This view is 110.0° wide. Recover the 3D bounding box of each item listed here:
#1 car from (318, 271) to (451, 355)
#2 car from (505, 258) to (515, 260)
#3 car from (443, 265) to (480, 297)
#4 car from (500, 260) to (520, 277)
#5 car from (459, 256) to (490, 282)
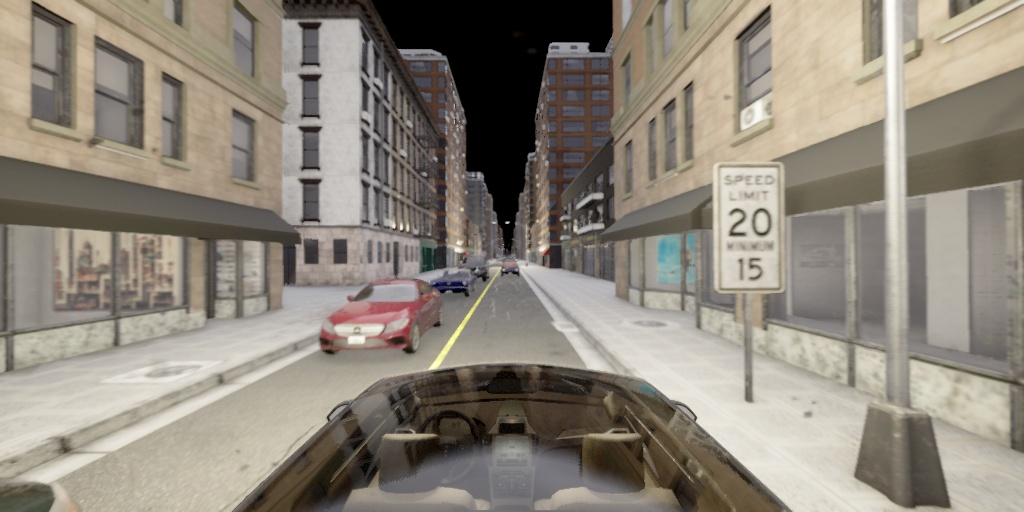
[{"bbox_3d":[-2.893,1.292,8.938,1.812,1.442,4.674,0,0,-1],"label":"car"},{"bbox_3d":[-0.311,1.100,50.699,2.097,1.767,4.553,0,0,-1],"label":"car"},{"bbox_3d":[-2.978,1.366,19.096,1.895,1.301,4.718,0,0,0],"label":"car"},{"bbox_3d":[-0.183,1.349,35.869,1.895,1.301,4.718,0,0,0],"label":"car"},{"bbox_3d":[-3.029,0.986,29.721,2.150,2.045,5.566,0,0,1],"label":"car"}]
